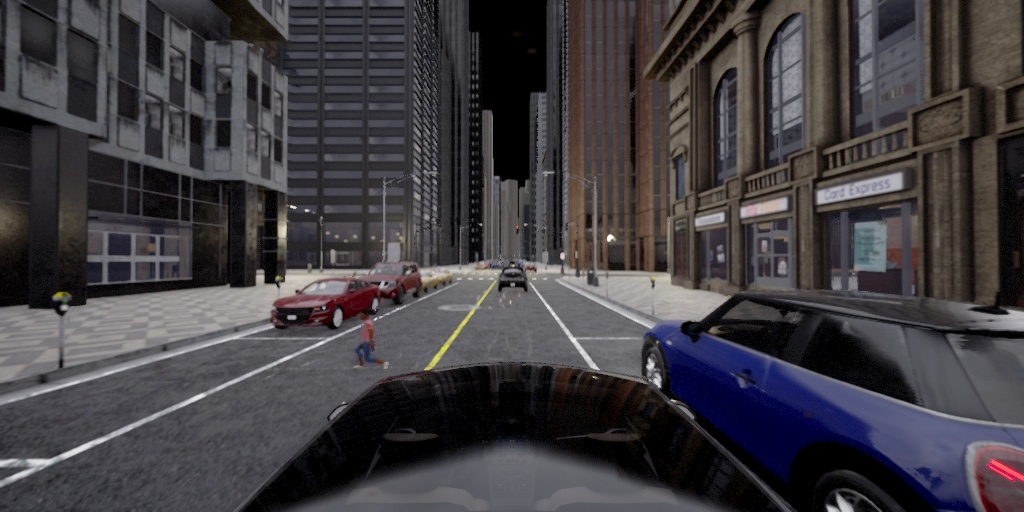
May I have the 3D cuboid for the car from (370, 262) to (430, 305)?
[{"bbox_3d":[-5.753,1.202,17.216,2.192,1.841,5.009,0,0,0],"label":"car"}]

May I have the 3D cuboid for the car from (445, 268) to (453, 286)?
[{"bbox_3d":[-5.746,1.512,28.248,1.751,1.417,4.829,0,0,0],"label":"car"}]

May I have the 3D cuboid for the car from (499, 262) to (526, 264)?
[{"bbox_3d":[0.020,1.580,33.658,2.033,1.411,5.357,0,0,0],"label":"car"}]

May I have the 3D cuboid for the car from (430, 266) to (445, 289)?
[{"bbox_3d":[-5.750,1.462,22.647,1.751,1.417,4.829,0,0,0],"label":"car"}]

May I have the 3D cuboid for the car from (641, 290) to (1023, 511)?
[{"bbox_3d":[3.001,1.118,3.628,2.097,1.767,4.553,0,-1,0],"label":"car"}]

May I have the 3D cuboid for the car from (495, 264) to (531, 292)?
[{"bbox_3d":[0.069,1.446,23.330,1.837,1.490,4.892,0,-1,0],"label":"car"}]

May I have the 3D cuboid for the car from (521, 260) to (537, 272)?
[{"bbox_3d":[2.796,1.668,55.206,1.967,1.591,4.097,0,0,0],"label":"car"}]

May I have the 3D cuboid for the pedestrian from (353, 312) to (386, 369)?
[{"bbox_3d":[-2.569,1.085,6.441,0.375,1.860,0.375,0,-1,0],"label":"pedestrian"}]

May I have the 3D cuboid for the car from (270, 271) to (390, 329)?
[{"bbox_3d":[-5.757,1.382,11.614,1.888,1.381,4.507,0,0,0],"label":"car"}]
